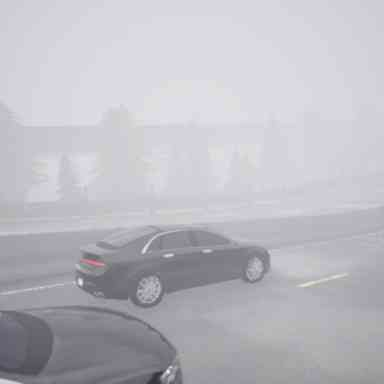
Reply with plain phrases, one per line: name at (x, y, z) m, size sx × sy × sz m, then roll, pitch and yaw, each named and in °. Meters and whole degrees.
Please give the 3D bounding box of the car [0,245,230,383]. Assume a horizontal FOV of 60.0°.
car at (-2.294, 1.493, 2.110) m, size 4.902 × 1.511 × 2.128 m, roll 0°, pitch 0°, yaw -36°

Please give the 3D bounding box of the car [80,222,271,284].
car at (-0.208, 1.491, 7.899) m, size 4.892 × 1.490 × 1.837 m, roll 0°, pitch 0°, yaw -36°
